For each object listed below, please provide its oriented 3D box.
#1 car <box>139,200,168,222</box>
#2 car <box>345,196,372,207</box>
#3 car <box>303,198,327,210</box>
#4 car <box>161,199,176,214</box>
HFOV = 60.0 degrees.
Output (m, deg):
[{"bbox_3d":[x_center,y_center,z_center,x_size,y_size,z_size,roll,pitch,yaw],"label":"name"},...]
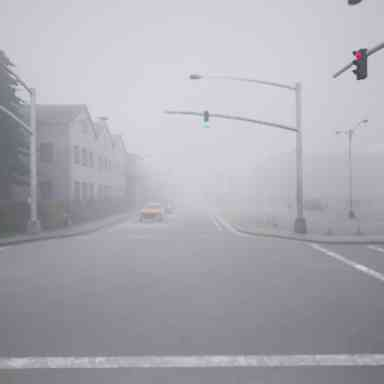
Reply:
[{"bbox_3d":[-3.495,1.735,29.792,1.882,1.535,5.008,-1,0,0],"label":"car"},{"bbox_3d":[25.669,1.449,51.352,2.152,1.636,5.027,-1,0,0],"label":"car"},{"bbox_3d":[15.582,1.647,43.990,2.007,1.523,4.514,-1,0,0],"label":"car"},{"bbox_3d":[-3.449,1.685,39.821,2.097,1.767,4.553,-1,0,0],"label":"car"}]
